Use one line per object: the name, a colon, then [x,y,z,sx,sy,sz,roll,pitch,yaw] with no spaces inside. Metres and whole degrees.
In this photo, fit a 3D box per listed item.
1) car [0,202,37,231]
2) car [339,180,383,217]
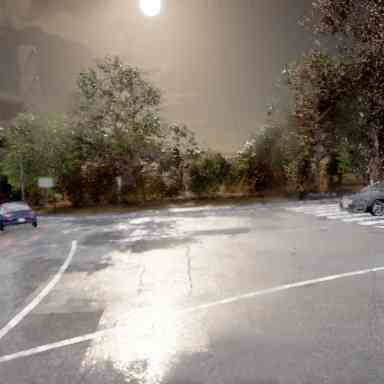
car: [-10.397,1.332,19.446,1.812,1.442,4.674,-4,2,-37]
car: [9.335,0.186,15.572,4.902,1.511,2.128,-4,3,-12]
